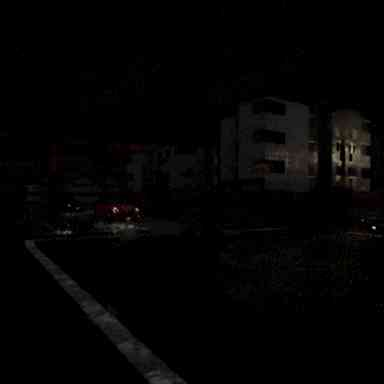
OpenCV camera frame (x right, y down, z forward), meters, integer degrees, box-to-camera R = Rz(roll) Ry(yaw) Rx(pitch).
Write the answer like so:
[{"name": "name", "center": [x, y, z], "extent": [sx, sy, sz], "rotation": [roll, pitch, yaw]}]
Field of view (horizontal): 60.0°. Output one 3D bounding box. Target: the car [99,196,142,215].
[{"name": "car", "center": [-6.967, 1.244, 31.989], "extent": [1.882, 1.535, 5.008], "rotation": [1, 0, -41]}]

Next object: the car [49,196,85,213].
[{"name": "car", "center": [-12.228, 1.161, 32.213], "extent": [4.674, 1.442, 1.812], "rotation": [2, 1, 43]}]

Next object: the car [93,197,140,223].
[{"name": "car", "center": [-5.623, 1.202, 24.467], "extent": [2.097, 1.767, 4.553], "rotation": [1, 1, -36]}]

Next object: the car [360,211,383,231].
[{"name": "car", "center": [12.399, 1.765, 20.285], "extent": [4.718, 1.301, 1.895], "rotation": [0, 0, -30]}]
